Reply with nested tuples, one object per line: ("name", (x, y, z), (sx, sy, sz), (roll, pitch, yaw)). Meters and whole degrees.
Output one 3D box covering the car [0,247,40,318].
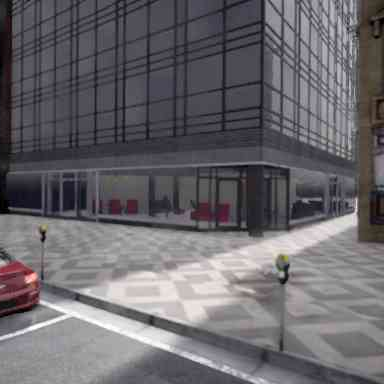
("car", (-4.470, 1.518, 6.146), (4.206, 1.307, 1.802), (1, 1, 35))
